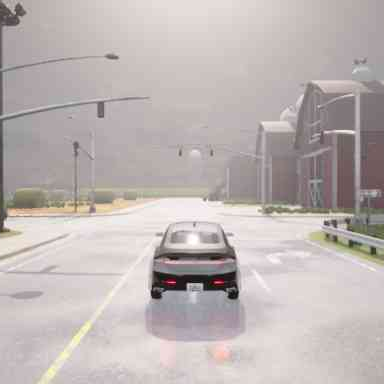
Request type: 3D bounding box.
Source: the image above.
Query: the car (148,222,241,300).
[{"bbox_3d":[0.064,1.489,8.395,2.128,1.511,4.902,0,0,0],"label":"car"}]

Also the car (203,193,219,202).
[{"bbox_3d":[4.138,1.121,72.661,1.905,1.878,3.866,-8,3,-42],"label":"car"}]

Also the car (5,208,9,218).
[{"bbox_3d":[-17.310,1.582,27.059,4.181,1.385,1.994,0,0,1],"label":"car"}]
